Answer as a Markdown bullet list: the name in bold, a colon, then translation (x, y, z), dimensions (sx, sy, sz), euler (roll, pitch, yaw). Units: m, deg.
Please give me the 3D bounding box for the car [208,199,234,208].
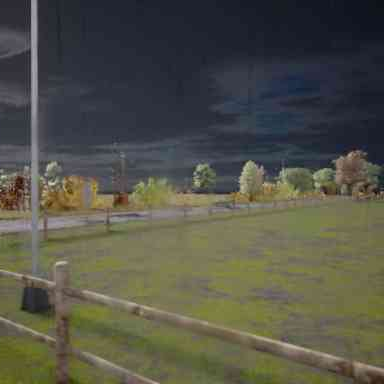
- **car**: translation (4.231, 1.652, 48.401), dimensions (1.895, 1.301, 4.718), euler (0, 0, 36)
